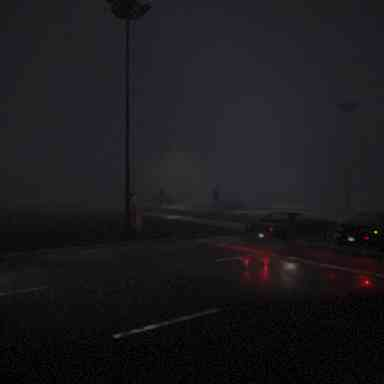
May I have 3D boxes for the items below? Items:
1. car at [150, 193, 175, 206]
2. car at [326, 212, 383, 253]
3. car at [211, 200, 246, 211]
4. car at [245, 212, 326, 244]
[{"bbox_3d":[-4.996,1.233,55.112,2.150,2.045,5.566,0,0,-35],"label":"car"},{"bbox_3d":[7.726,1.531,13.562,4.674,1.442,1.812,0,0,-35],"label":"car"},{"bbox_3d":[4.463,1.612,41.402,1.895,1.301,4.718,0,0,-35],"label":"car"},{"bbox_3d":[4.827,1.606,15.794,4.718,1.301,1.895,0,0,-35],"label":"car"}]
